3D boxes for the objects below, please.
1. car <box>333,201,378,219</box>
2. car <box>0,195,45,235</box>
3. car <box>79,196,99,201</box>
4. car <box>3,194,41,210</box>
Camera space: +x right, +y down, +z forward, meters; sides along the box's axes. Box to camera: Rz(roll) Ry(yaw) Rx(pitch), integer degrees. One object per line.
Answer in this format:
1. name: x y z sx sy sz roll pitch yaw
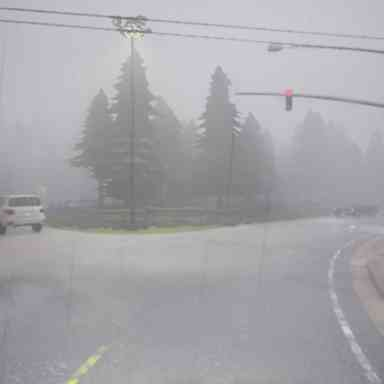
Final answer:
1. car: 13.795 1.475 28.028 4.718 1.301 1.895 0 0 -40
2. car: -10.395 1.168 18.933 5.566 2.045 2.150 0 0 43
3. car: -15.641 1.299 51.706 2.128 1.511 4.902 0 0 13
4. car: -20.769 1.207 40.906 2.097 1.767 4.553 0 0 5
